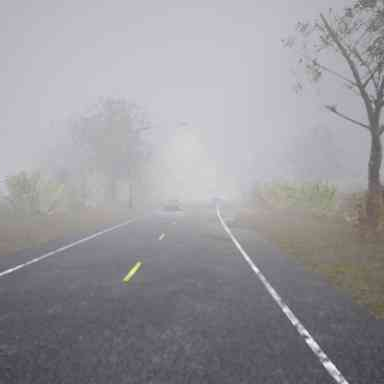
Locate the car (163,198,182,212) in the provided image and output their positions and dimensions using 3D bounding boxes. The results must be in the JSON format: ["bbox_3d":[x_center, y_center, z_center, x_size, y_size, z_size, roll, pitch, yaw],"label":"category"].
[{"bbox_3d":[-2.253,1.497,39.621,1.837,1.490,4.892,0,0,4],"label":"car"}]

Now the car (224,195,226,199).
[{"bbox_3d":[6.689,1.328,82.734,2.150,2.045,5.566,0,0,8],"label":"car"}]

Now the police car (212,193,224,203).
[{"bbox_3d":[5.443,1.495,72.936,1.930,1.638,5.238,0,0,7],"label":"police car"}]
